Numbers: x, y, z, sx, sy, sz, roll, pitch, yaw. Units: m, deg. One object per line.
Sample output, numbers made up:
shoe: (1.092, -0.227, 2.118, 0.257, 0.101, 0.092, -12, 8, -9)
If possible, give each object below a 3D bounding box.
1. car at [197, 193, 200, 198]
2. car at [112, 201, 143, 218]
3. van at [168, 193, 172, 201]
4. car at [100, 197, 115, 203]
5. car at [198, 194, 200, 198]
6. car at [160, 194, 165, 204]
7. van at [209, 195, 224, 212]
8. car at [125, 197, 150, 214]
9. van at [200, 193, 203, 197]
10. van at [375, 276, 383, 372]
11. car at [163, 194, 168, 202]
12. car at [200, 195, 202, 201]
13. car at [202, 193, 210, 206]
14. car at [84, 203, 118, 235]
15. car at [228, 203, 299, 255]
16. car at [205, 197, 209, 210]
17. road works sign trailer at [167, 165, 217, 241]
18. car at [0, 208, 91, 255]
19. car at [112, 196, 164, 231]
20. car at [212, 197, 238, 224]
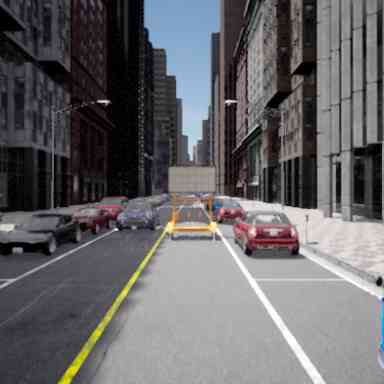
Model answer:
car: (2.734, 1.449, 80.832, 1.887, 1.381, 4.507, 0, 0, 0)
car: (-5.771, 1.529, 30.089, 1.947, 1.339, 4.313, 0, 0, 0)
van: (-5.786, 1.257, 69.543, 1.690, 1.788, 3.998, 0, 0, 0)
car: (-5.768, 1.285, 24.452, 2.192, 1.841, 5.009, 0, 0, 0)
car: (2.739, 1.482, 69.559, 1.947, 1.339, 4.313, 0, 0, 0)
car: (-5.780, 1.462, 52.464, 1.752, 1.417, 4.829, 0, 0, 0)
van: (2.754, 1.304, 30.101, 1.690, 1.788, 3.998, 0, 0, 0)
car: (-5.773, 1.396, 35.725, 1.967, 1.590, 4.097, 0, 0, 0)
van: (2.744, 1.271, 58.285, 1.690, 1.788, 3.998, 0, 0, 0)
van: (2.765, 1.338, 1.918, 1.690, 1.788, 3.998, 0, 0, 0)
car: (-5.782, 1.370, 58.270, 1.967, 1.590, 4.097, 0, 0, 0)
car: (2.745, 1.502, 52.648, 1.947, 1.339, 4.313, 0, 0, 0)
car: (2.750, 1.264, 41.375, 2.192, 1.841, 5.009, 0, 0, 0)
car: (-5.767, 1.521, 18.816, 1.887, 1.381, 4.507, 0, 0, 0)
car: (2.761, 1.423, 13.191, 1.967, 1.590, 4.097, 0, 0, 0)
car: (2.752, 1.501, 35.738, 1.887, 1.381, 4.507, 0, 0, 0)
road works sign trailer: (0.010, 0.444, 16.551, 2.380, 3.560, 2.880, 0, 0, 0)
car: (-5.765, 1.549, 13.179, 1.947, 1.339, 4.313, 0, 0, 0)
car: (-3.107, 1.327, 20.110, 2.097, 1.767, 4.553, 0, 0, 0)
car: (2.756, 1.410, 24.464, 1.967, 1.590, 4.097, 0, 0, 0)
